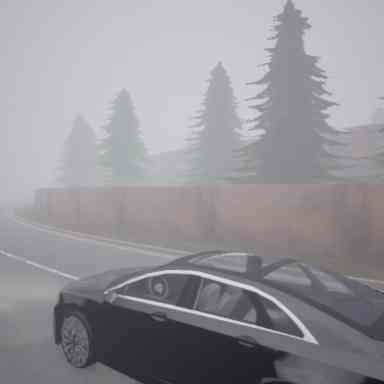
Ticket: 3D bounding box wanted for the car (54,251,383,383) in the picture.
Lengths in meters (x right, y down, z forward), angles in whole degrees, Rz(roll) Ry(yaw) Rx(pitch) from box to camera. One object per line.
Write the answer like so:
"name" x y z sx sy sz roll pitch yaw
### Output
"car" 0.237 1.496 4.023 4.902 1.511 2.128 0 0 37
